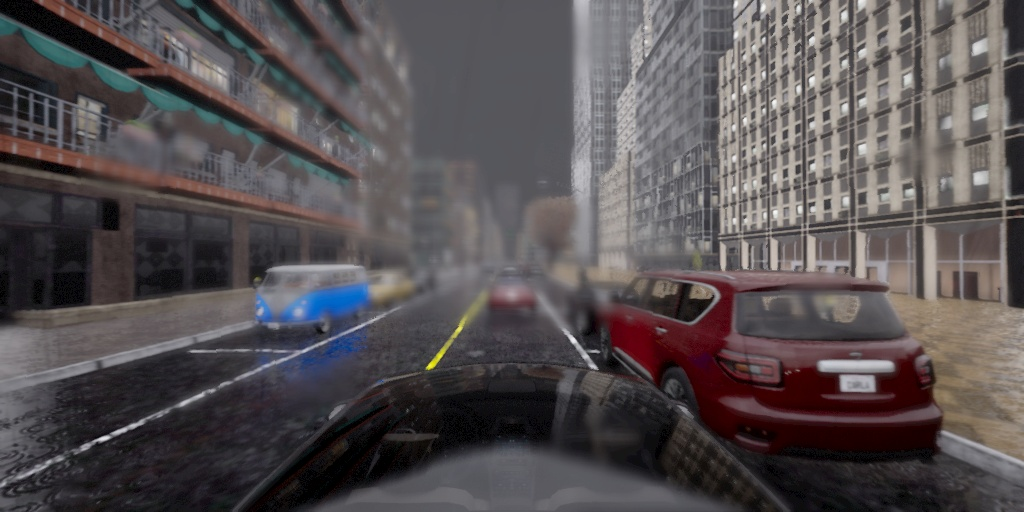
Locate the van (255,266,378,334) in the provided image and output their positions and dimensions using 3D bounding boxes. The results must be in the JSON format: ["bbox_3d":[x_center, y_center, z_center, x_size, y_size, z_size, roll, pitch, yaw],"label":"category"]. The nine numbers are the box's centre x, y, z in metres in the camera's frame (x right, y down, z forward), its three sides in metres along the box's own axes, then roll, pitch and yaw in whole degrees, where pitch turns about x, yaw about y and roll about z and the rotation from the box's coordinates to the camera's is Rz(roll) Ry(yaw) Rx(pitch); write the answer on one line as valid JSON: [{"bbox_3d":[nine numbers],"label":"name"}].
[{"bbox_3d":[-5.688,1.183,10.695,1.690,1.789,3.998,0,0,0],"label":"van"}]

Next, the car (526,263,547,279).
[{"bbox_3d":[2.700,1.706,38.305,1.948,1.339,4.313,0,0,0],"label":"car"}]

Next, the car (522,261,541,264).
[{"bbox_3d":[2.702,1.516,43.828,2.192,1.841,5.009,0,0,0],"label":"car"}]

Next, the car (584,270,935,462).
[{"bbox_3d":[2.691,1.100,5.171,2.192,1.841,5.009,0,0,0],"label":"car"}]

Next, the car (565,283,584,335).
[{"bbox_3d":[2.693,1.408,10.692,1.948,1.339,4.313,0,0,0],"label":"car"}]

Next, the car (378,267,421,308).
[{"bbox_3d":[-5.687,1.425,16.048,1.751,1.417,4.829,0,0,0],"label":"car"}]

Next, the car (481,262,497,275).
[{"bbox_3d":[-2.997,1.799,48.380,2.033,1.411,5.357,0,-1,0],"label":"car"}]

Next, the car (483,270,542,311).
[{"bbox_3d":[0.028,1.455,15.283,1.994,1.385,4.181,0,-1,1],"label":"car"}]

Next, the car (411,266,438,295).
[{"bbox_3d":[-5.685,1.525,21.740,1.948,1.339,4.313,0,0,0],"label":"car"}]

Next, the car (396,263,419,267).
[{"bbox_3d":[-16.421,1.686,56.806,4.403,1.370,2.007,0,0,-1],"label":"car"}]

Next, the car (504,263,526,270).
[{"bbox_3d":[0.035,1.582,30.760,1.812,1.442,4.674,0,0,1],"label":"car"}]
